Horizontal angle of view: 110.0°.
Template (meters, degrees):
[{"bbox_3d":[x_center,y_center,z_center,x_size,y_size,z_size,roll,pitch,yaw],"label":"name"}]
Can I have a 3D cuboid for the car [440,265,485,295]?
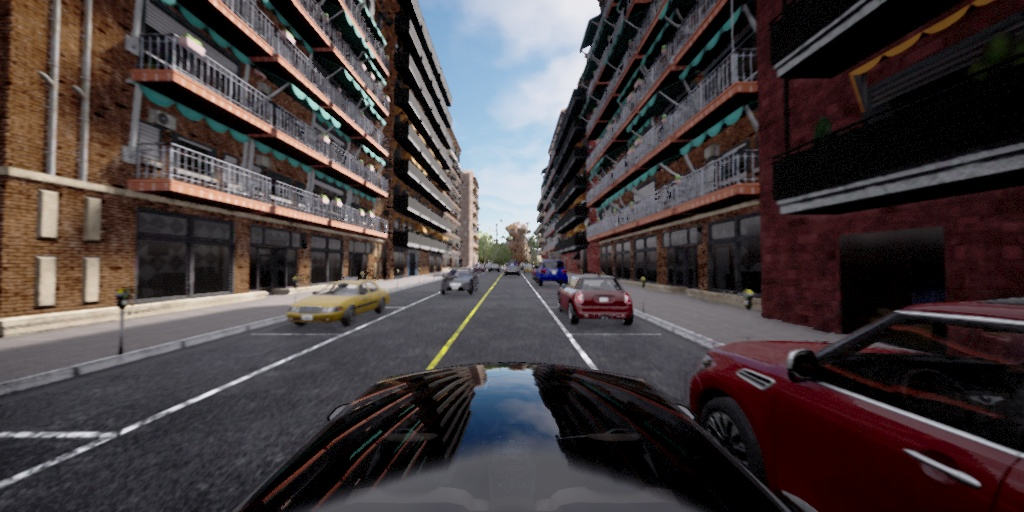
[{"bbox_3d":[-3.094,1.514,21.927,2.128,1.511,4.902,0,-1,0],"label":"car"}]

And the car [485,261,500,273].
[{"bbox_3d":[-3.033,2.025,60.879,1.882,1.535,5.008,0,-1,1],"label":"car"}]

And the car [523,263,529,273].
[{"bbox_3d":[2.719,2.021,57.193,1.751,1.417,4.829,0,0,0],"label":"car"}]

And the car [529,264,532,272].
[{"bbox_3d":[3.124,1.565,36.158,2.097,1.767,4.553,0,-1,0],"label":"car"}]

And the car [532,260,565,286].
[{"bbox_3d":[3.116,1.347,29.220,2.150,2.045,5.566,0,-1,0],"label":"car"}]

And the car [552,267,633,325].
[{"bbox_3d":[2.694,1.334,12.483,1.967,1.591,4.097,0,0,0],"label":"car"}]

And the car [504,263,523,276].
[{"bbox_3d":[0.018,1.895,46.712,1.994,1.385,4.181,0,-1,0],"label":"car"}]

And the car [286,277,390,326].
[{"bbox_3d":[-5.686,1.420,12.350,1.751,1.417,4.829,0,0,0],"label":"car"}]

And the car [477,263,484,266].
[{"bbox_3d":[-5.688,2.011,62.626,1.967,1.591,4.097,0,0,0],"label":"car"}]

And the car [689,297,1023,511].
[{"bbox_3d":[2.691,1.060,1.348,2.192,1.841,5.009,0,0,0],"label":"car"}]
